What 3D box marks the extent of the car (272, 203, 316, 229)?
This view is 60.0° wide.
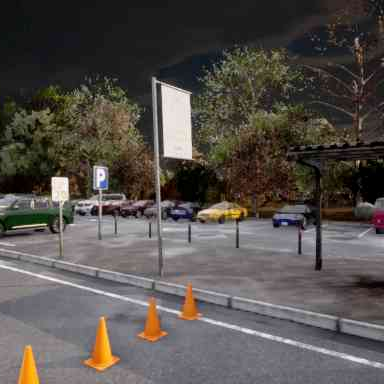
[{"bbox_3d":[6.990,1.513,22.104,2.163,1.488,4.792,0,0,35],"label":"car"}]

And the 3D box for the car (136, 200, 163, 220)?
[{"bbox_3d":[-2.072,1.473,28.518,2.231,1.521,4.892,0,0,35],"label":"car"}]

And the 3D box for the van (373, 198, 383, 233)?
[{"bbox_3d":[11.615,1.264,19.031,1.878,1.987,4.442,0,0,35],"label":"van"}]

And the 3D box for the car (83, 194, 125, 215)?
[{"bbox_3d":[-8.905,1.211,33.278,2.435,2.045,5.566,0,0,35],"label":"car"}]

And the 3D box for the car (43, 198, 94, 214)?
[{"bbox_3d":[-13.434,1.454,36.491,2.097,1.535,5.008,0,0,35],"label":"car"}]

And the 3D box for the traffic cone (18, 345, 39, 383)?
[{"bbox_3d":[-1.767,1.957,3.587,0.340,0.580,0.340,0,0,35],"label":"traffic cone"}]

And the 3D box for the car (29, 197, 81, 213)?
[{"bbox_3d":[-15.596,1.444,38.243,1.946,1.575,5.366,0,0,35],"label":"car"}]

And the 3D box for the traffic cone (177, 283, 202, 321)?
[{"bbox_3d":[-0.042,1.957,6.036,0.340,0.580,0.340,0,0,36],"label":"traffic cone"}]

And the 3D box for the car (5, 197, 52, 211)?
[{"bbox_3d":[-20.231,1.451,41.311,2.163,1.488,4.792,0,0,35],"label":"car"}]

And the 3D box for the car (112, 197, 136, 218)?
[{"bbox_3d":[-4.344,1.469,30.114,2.097,1.535,5.008,0,0,35],"label":"car"}]

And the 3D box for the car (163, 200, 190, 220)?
[{"bbox_3d":[0.211,1.504,26.941,2.163,1.488,4.792,0,0,35],"label":"car"}]

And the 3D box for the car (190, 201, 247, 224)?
[{"bbox_3d":[2.358,1.475,25.169,1.946,1.575,5.366,0,0,35],"label":"car"}]

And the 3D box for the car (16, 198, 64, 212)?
[{"bbox_3d":[-17.987,1.468,39.663,2.163,1.488,4.792,0,0,35],"label":"car"}]

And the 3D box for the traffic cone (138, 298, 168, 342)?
[{"bbox_3d":[-0.617,1.957,5.220,0.340,0.580,0.340,0,0,35],"label":"traffic cone"}]

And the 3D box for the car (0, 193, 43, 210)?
[{"bbox_3d":[-22.532,1.153,42.859,2.435,2.045,5.566,0,0,35],"label":"car"}]

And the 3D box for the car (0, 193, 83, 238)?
[{"bbox_3d":[-8.903,1.220,17.289,2.435,2.045,5.566,0,0,35],"label":"car"}]

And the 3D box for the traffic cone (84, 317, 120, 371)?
[{"bbox_3d":[-1.192,1.957,4.404,0.340,0.580,0.340,0,0,35],"label":"traffic cone"}]

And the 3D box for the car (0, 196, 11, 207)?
[{"bbox_3d":[-29.223,1.332,47.824,1.946,1.575,5.366,1,0,35],"label":"car"}]

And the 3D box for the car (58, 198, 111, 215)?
[{"bbox_3d":[-11.162,1.461,34.893,2.231,1.521,4.892,0,0,35],"label":"car"}]

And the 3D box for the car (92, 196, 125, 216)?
[{"bbox_3d":[-6.615,1.466,31.710,2.097,1.535,5.008,0,0,35],"label":"car"}]
